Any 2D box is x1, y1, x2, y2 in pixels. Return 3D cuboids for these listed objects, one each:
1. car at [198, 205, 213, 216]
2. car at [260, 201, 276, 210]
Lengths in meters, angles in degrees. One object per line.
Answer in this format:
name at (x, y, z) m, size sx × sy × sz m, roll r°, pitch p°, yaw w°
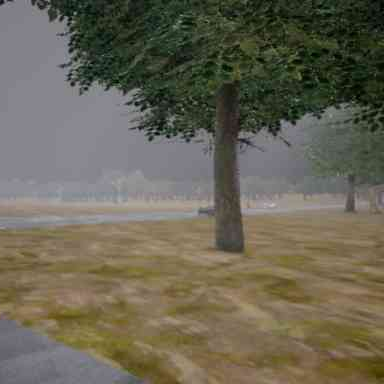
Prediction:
car at (2.767, 2.683, 49.339) m, size 1.837 × 1.490 × 4.892 m, roll 0°, pitch -2°, yaw 37°
car at (18.926, 3.302, 82.679) m, size 2.150 × 2.045 × 5.566 m, roll 0°, pitch -1°, yaw 37°
